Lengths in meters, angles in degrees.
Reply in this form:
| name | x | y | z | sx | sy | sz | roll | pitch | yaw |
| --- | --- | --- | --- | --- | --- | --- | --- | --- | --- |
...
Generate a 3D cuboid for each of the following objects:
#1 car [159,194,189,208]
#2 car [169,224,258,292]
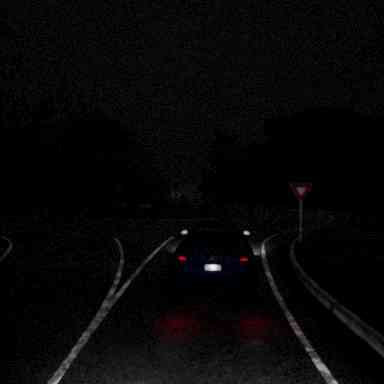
| name | x | y | z | sx | sy | sz | roll | pitch | yaw |
| --- | --- | --- | --- | --- | --- | --- | --- | --- | --- |
| car | -2.676 | 1.077 | 44.007 | 4.553 | 1.767 | 2.097 | 2 | 3 | 8 |
| car | 0.614 | 1.524 | 8.879 | 1.994 | 1.385 | 4.181 | 0 | 0 | 5 |
